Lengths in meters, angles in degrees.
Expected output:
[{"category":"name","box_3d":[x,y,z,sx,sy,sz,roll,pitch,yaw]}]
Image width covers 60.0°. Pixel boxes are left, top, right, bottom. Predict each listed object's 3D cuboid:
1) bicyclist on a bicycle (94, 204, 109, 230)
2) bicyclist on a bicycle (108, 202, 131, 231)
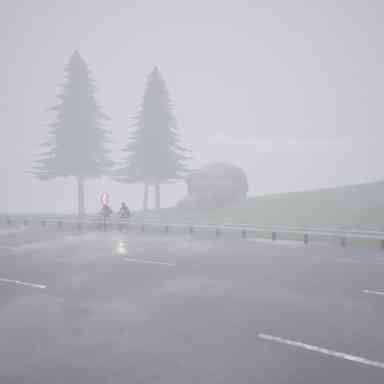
[{"category":"bicyclist on a bicycle","box_3d":[-5.126,1.420,19.700,0.582,1.620,1.656,0,-4,36]},{"category":"bicyclist on a bicycle","box_3d":[-3.944,1.434,19.312,0.582,1.620,1.656,0,-5,23]}]
